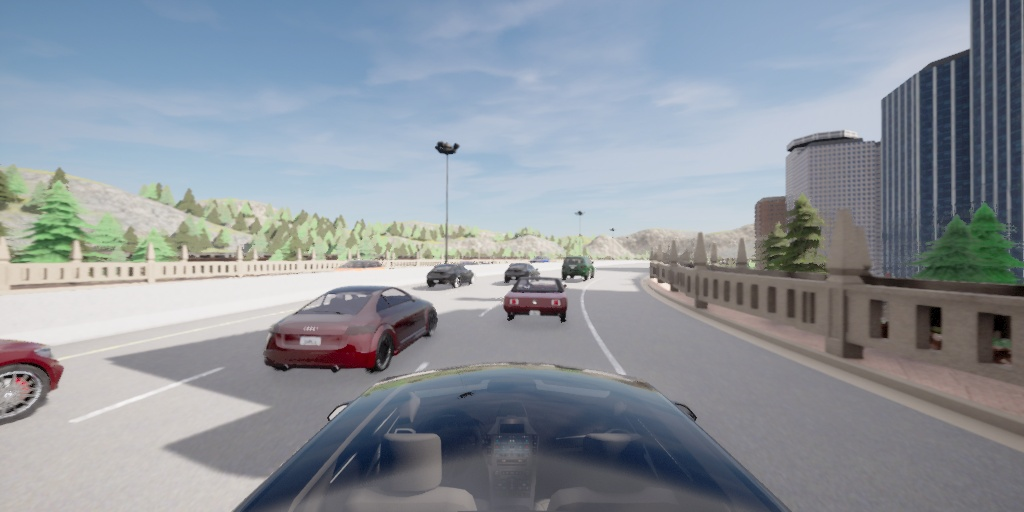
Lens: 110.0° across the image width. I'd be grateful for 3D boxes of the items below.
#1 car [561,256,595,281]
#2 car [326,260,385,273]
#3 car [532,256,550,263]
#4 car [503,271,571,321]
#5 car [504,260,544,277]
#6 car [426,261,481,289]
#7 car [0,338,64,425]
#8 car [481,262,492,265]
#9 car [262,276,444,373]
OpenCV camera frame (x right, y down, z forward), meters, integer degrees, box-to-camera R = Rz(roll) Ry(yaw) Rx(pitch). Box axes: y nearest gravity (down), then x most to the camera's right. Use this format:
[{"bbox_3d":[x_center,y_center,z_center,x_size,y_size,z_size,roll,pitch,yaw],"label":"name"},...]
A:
[{"bbox_3d":[5.814,1.049,31.257,2.150,2.045,5.566,0,0,21],"label":"car"},{"bbox_3d":[-10.892,1.102,25.192,2.097,1.767,4.553,0,0,15],"label":"car"},{"bbox_3d":[4.974,1.030,63.728,2.150,2.045,5.566,0,0,25],"label":"car"},{"bbox_3d":[0.964,1.364,12.528,1.895,1.301,4.718,0,0,8],"label":"car"},{"bbox_3d":[0.825,1.303,27.414,1.837,1.490,4.892,0,0,17],"label":"car"},{"bbox_3d":[-3.907,1.275,23.578,1.837,1.490,4.892,0,0,14],"label":"car"},{"bbox_3d":[-6.779,1.243,2.668,1.812,1.442,4.674,0,0,1],"label":"car"},{"bbox_3d":[-4.315,1.495,52.021,1.895,1.301,4.718,0,0,25],"label":"car"},{"bbox_3d":[-3.023,1.304,7.621,1.994,1.385,4.181,0,0,4],"label":"car"}]
